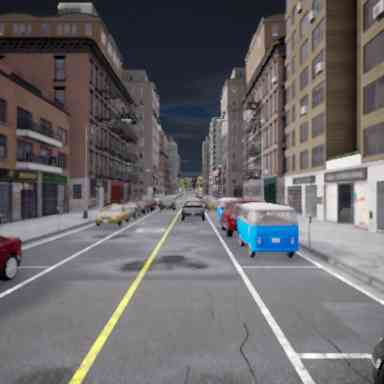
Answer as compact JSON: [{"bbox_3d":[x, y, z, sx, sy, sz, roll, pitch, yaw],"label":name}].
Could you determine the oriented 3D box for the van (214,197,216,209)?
[{"bbox_3d":[2.684,1.320,23.346,1.690,1.788,3.998,0,0,0],"label":"van"}]

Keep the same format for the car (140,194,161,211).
[{"bbox_3d":[-5.388,1.278,39.564,2.192,1.841,5.009,0,0,0],"label":"car"}]

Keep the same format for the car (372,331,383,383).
[{"bbox_3d":[2.700,1.549,1.721,2.008,1.369,4.403,0,0,0],"label":"car"}]

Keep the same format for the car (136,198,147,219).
[{"bbox_3d":[-5.393,1.524,28.752,2.008,1.369,4.403,0,0,0],"label":"car"}]

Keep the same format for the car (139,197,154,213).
[{"bbox_3d":[-5.391,1.534,34.158,1.947,1.339,4.313,0,0,0],"label":"car"}]

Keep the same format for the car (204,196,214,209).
[{"bbox_3d":[2.672,1.488,39.735,1.752,1.417,4.829,0,0,0],"label":"car"}]

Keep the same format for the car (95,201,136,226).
[{"bbox_3d":[-5.395,1.504,23.177,1.752,1.417,4.829,0,0,0],"label":"car"}]

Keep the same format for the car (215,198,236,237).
[{"bbox_3d":[2.688,1.299,17.940,2.192,1.841,5.009,0,0,0],"label":"car"}]

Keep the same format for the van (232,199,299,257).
[{"bbox_3d":[2.692,1.330,12.533,1.690,1.788,3.998,0,0,0],"label":"van"}]

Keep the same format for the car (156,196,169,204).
[{"bbox_3d":[-5.379,1.494,61.190,2.008,1.369,4.403,0,0,0],"label":"car"}]

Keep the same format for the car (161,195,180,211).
[{"bbox_3d":[-2.833,1.469,40.090,1.837,1.490,4.892,0,0,0],"label":"car"}]

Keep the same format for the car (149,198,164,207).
[{"bbox_3d":[-5.384,1.535,50.377,1.802,1.307,4.206,0,0,0],"label":"car"}]

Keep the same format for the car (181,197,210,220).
[{"bbox_3d":[0.099,1.464,27.724,2.128,1.511,4.902,0,0,0],"label":"car"}]

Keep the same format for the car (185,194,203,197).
[{"bbox_3d":[0.102,1.437,43.855,1.882,1.535,5.008,0,0,0],"label":"car"}]

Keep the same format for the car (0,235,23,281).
[{"bbox_3d":[-5.402,1.538,7.127,1.887,1.381,4.507,0,0,0],"label":"car"}]
